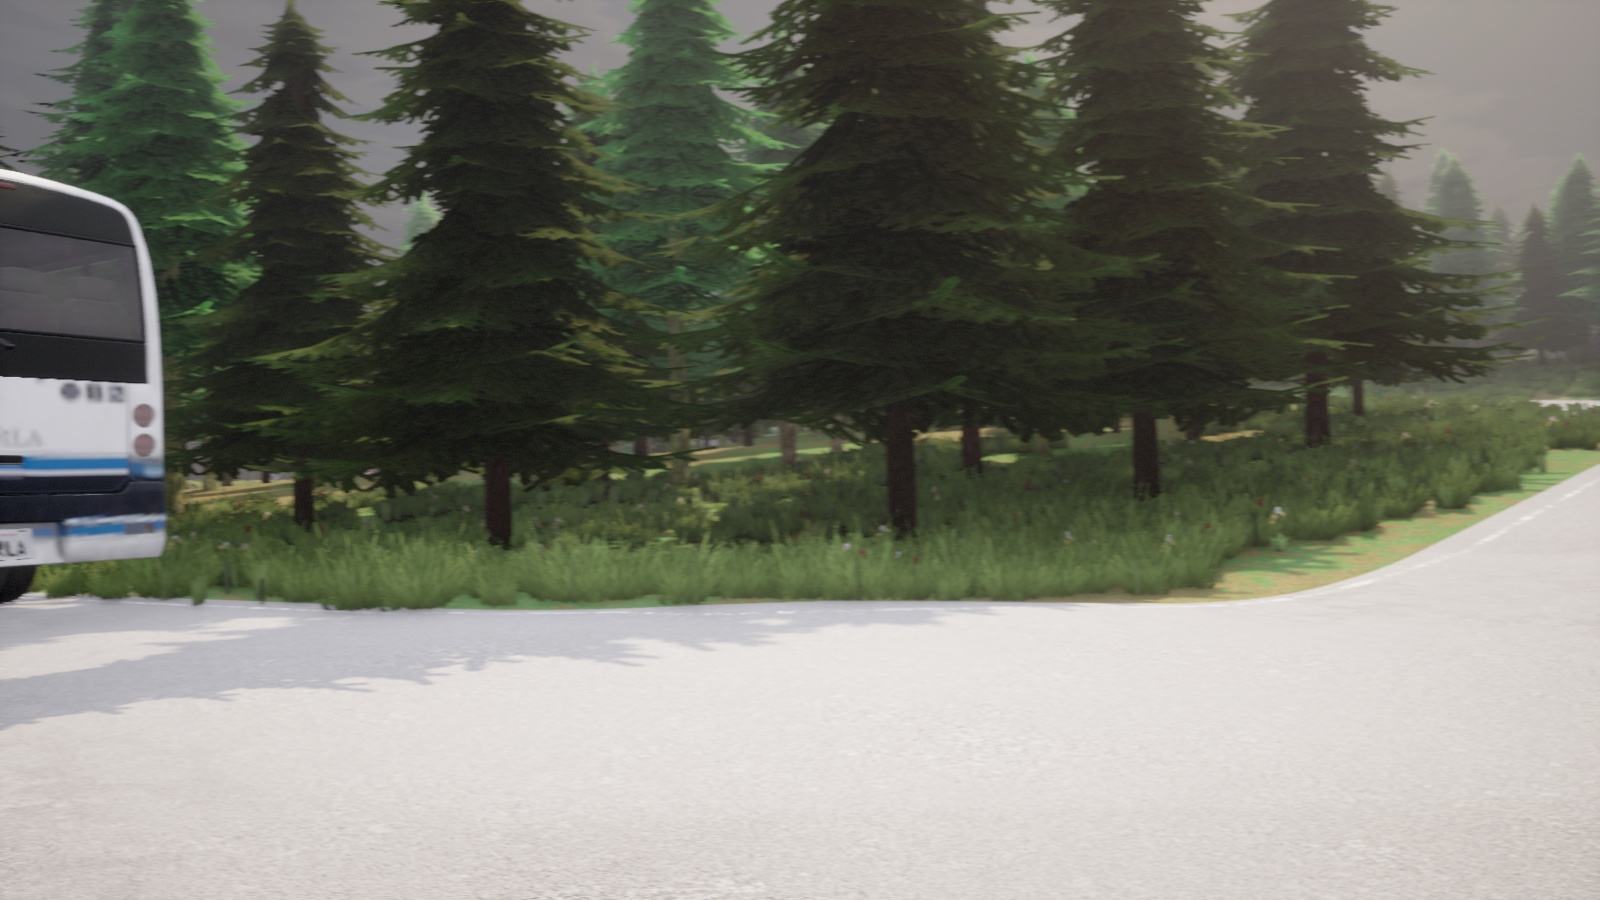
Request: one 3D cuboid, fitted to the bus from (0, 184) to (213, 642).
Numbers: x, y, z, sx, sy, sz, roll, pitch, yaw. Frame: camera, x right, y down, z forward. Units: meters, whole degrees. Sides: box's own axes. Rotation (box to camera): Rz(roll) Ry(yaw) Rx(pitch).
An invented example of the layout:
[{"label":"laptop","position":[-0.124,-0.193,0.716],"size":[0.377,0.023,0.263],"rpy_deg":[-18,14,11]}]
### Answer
[{"label":"bus","position":[-11.720,-0.094,14.435],"size":[10.273,4.253,3.944],"rpy_deg":[-4,-2,32]}]
